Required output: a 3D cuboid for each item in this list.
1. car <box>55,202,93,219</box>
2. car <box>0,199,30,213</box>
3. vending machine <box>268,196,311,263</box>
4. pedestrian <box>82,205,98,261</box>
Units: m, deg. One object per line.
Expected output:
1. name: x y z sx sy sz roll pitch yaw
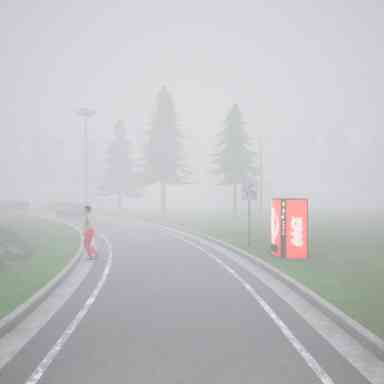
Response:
1. car: -10.456 1.564 29.271 1.994 1.385 4.181 0 0 -43
2. car: -20.261 1.478 37.116 5.008 1.535 1.882 0 0 30
3. vending machine: 3.208 1.195 11.024 1.100 2.100 0.880 0 0 -10
4. pedestrian: -3.341 1.294 10.797 0.375 1.860 0.375 0 0 -12
